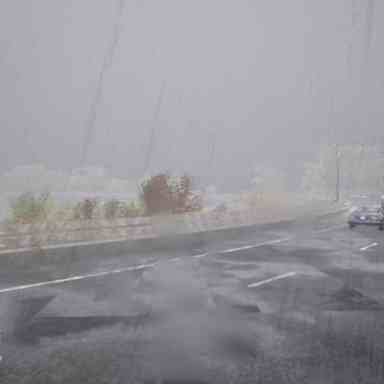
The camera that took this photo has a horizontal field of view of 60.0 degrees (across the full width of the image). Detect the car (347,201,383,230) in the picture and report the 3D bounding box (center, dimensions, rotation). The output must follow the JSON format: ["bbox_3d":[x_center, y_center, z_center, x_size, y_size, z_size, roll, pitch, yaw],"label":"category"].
[{"bbox_3d":[11.406,1.548,21.071,2.033,1.411,5.357,0,0,39],"label":"car"}]
